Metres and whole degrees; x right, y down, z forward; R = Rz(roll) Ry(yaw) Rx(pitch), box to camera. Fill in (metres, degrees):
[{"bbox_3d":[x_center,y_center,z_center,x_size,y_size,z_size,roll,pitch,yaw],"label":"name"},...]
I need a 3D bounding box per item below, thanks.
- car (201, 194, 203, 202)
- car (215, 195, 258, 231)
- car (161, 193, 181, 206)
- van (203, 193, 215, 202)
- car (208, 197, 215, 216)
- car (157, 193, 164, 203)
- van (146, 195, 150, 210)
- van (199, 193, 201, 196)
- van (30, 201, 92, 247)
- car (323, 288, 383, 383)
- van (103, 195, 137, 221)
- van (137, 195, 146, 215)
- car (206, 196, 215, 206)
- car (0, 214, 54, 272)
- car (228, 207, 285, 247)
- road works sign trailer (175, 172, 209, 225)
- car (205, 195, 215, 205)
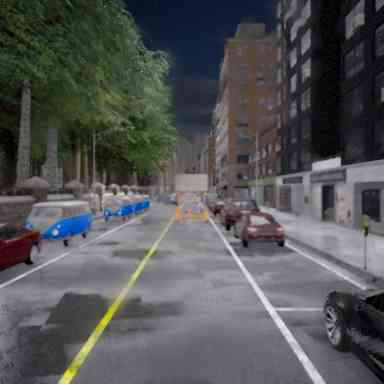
[{"bbox_3d":[2.826,1.376,54.215,1.887,1.381,4.507,0,0,0],"label":"car"},{"bbox_3d":[2.842,1.265,20.252,2.192,1.841,5.009,0,0,0],"label":"car"},{"bbox_3d":[-3.097,1.325,50.119,1.882,1.535,5.008,0,0,0],"label":"car"},{"bbox_3d":[2.828,1.195,48.554,1.690,1.788,3.998,0,0,0],"label":"van"},{"bbox_3d":[2.838,1.459,31.573,1.887,1.381,4.507,0,0,0],"label":"car"},{"bbox_3d":[-5.705,1.099,65.490,2.192,1.841,5.009,0,0,0],"label":"car"},{"bbox_3d":[-5.691,1.236,37.201,1.690,1.788,3.998,0,0,0],"label":"van"},{"bbox_3d":[2.820,1.125,65.535,1.690,1.788,3.998,0,0,0],"label":"van"},{"bbox_3d":[-5.679,1.306,14.569,1.690,1.788,3.998,0,0,0],"label":"van"},{"bbox_3d":[2.852,1.559,3.270,1.947,1.339,4.313,0,0,0],"label":"car"},{"bbox_3d":[-5.685,1.273,25.885,1.690,1.788,3.998,0,0,0],"label":"van"},{"bbox_3d":[-5.688,1.255,31.543,1.690,1.788,3.998,0,0,0],"label":"van"},{"bbox_3d":[2.835,1.477,37.234,1.802,1.307,4.206,0,0,0],"label":"car"},{"bbox_3d":[-5.676,1.524,8.912,1.887,1.381,4.507,0,0,0],"label":"car"},{"bbox_3d":[2.846,1.547,14.592,1.802,1.307,4.206,0,0,0],"label":"car"},{"bbox_3d":[-0.013,0.405,23.202,2.380,3.560,2.880,0,0,0],"label":"road works sign trailer"},{"bbox_3d":[2.832,1.457,42.894,1.802,1.307,4.206,0,0,0],"label":"car"}]
